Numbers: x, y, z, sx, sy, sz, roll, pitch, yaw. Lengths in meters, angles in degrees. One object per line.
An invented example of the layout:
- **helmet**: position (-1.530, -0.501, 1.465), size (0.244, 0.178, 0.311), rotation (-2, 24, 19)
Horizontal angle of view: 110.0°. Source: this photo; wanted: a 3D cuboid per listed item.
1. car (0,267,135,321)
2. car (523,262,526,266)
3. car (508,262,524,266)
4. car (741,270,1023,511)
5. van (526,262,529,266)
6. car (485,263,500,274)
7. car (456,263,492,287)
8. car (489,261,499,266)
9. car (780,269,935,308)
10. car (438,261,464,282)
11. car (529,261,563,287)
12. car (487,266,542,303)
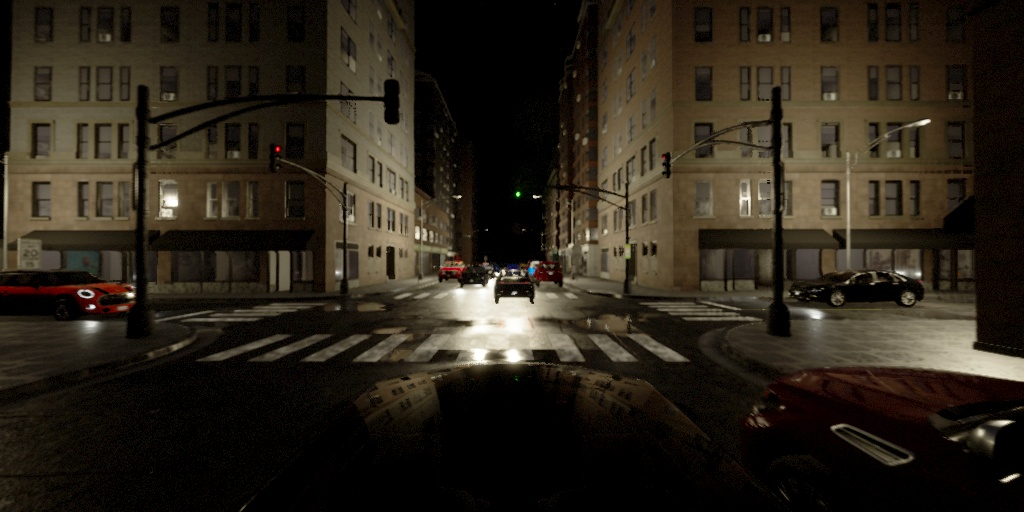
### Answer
- **car**: position (-15.966, 1.267, 12.670), size (4.553, 1.767, 2.097), rotation (0, -1, 0)
- **car**: position (2.720, 1.523, 43.997), size (2.192, 1.841, 5.009), rotation (0, 0, 0)
- **car**: position (0.131, 1.717, 42.388), size (1.812, 1.442, 4.674), rotation (0, -1, 0)
- **car**: position (2.635, 1.051, 0.432), size (2.192, 1.841, 5.009), rotation (0, 0, 0)
- **van**: position (2.720, 1.490, 38.494), size (1.690, 1.789, 3.998), rotation (0, 0, 0)
- **car**: position (-2.777, 1.778, 52.537), size (1.882, 1.535, 5.008), rotation (0, 0, 0)
- **car**: position (-2.825, 1.510, 27.686), size (1.882, 1.535, 5.008), rotation (0, -1, 0)
- **car**: position (-2.813, 1.635, 38.053), size (2.128, 1.511, 4.902), rotation (0, -1, 0)
- **car**: position (14.755, 1.362, 15.517), size (4.892, 1.490, 1.837), rotation (0, -1, 0)
- **car**: position (-5.395, 1.404, 32.996), size (2.192, 1.841, 5.009), rotation (0, 0, 0)
- **car**: position (2.720, 1.345, 27.487), size (2.192, 1.841, 5.009), rotation (0, 0, 0)
- **car**: position (0.107, 1.413, 17.795), size (2.128, 1.511, 4.902), rotation (0, -1, 0)
